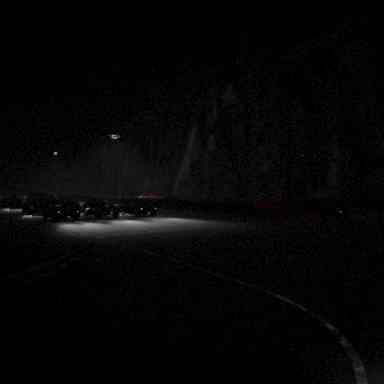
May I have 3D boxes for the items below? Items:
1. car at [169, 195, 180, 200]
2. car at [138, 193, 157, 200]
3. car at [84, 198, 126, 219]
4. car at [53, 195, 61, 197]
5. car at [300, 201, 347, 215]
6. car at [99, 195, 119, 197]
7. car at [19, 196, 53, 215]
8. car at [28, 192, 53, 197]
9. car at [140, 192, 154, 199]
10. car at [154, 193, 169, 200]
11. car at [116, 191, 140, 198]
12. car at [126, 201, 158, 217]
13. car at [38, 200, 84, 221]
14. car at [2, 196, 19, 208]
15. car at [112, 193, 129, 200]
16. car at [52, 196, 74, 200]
[{"bbox_3d":[-4.581,1.241,71.386,1.895,1.301,4.718,0,1,-37],"label":"car"},{"bbox_3d":[-10.588,0.998,79.343,2.033,1.411,5.357,0,1,-37],"label":"car"},{"bbox_3d":[-8.144,1.467,29.510,2.128,1.511,4.902,0,0,-37],"label":"car"},{"bbox_3d":[-21.404,1.295,52.887,2.128,1.511,4.902,0,1,-37],"label":"car"},{"bbox_3d":[12.226,1.516,32.143,1.895,1.301,4.718,0,0,-37],"label":"car"},{"bbox_3d":[-10.797,1.432,38.793,2.128,1.511,4.902,0,0,-37],"label":"car"},{"bbox_3d":[-16.133,1.496,34.254,1.812,1.442,4.674,0,1,-37],"label":"car"},{"bbox_3d":[-22.479,1.071,48.480,2.150,2.045,5.566,0,1,-37],"label":"car"},{"bbox_3d":[-10.147,1.201,67.140,1.812,1.442,4.674,0,1,-37],"label":"car"},{"bbox_3d":[-7.337,1.016,69.226,2.097,1.767,4.553,0,1,-37],"label":"car"},{"bbox_3d":[-12.692,1.173,64.702,1.882,1.535,5.008,0,1,-37],"label":"car"},{"bbox_3d":[-5.159,1.563,31.364,1.895,1.301,4.718,0,0,-37],"label":"car"},{"bbox_3d":[-10.754,1.591,27.157,1.895,1.301,4.718,0,0,-37],"label":"car"},{"bbox_3d":[-24.990,1.354,45.999,2.128,1.511,4.902,0,1,-37],"label":"car"},{"bbox_3d":[-16.175,1.039,75.126,1.994,1.385,4.181,0,1,-37],"label":"car"},{"bbox_3d":[-13.745,1.480,36.885,1.812,1.442,4.674,0,0,-37],"label":"car"}]
